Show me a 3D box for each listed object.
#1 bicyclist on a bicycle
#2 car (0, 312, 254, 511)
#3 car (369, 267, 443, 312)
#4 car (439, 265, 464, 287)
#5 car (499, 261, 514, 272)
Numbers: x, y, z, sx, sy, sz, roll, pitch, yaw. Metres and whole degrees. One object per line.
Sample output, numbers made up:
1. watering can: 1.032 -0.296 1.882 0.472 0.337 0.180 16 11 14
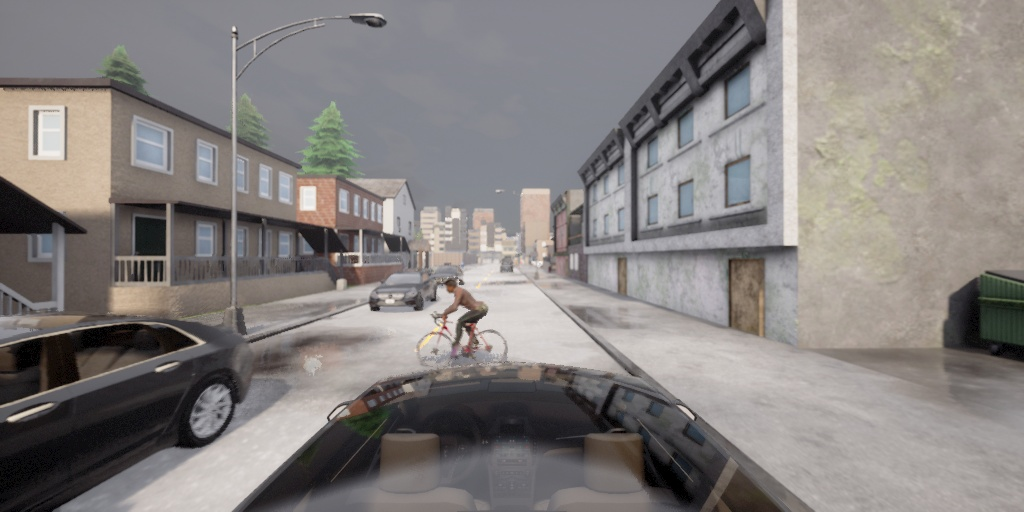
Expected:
1. bicyclist on a bicycle: -0.918 1.225 6.476 1.656 1.620 0.582 -2 0 -1
2. car: -4.092 1.262 2.444 1.837 1.490 4.892 0 -1 -1
3. car: -4.306 1.347 14.877 1.812 1.442 4.674 0 0 -1
4. car: -4.469 1.382 25.214 1.837 1.490 4.892 0 0 -1
5. car: -0.730 1.500 50.274 2.128 1.511 4.902 0 0 -1
